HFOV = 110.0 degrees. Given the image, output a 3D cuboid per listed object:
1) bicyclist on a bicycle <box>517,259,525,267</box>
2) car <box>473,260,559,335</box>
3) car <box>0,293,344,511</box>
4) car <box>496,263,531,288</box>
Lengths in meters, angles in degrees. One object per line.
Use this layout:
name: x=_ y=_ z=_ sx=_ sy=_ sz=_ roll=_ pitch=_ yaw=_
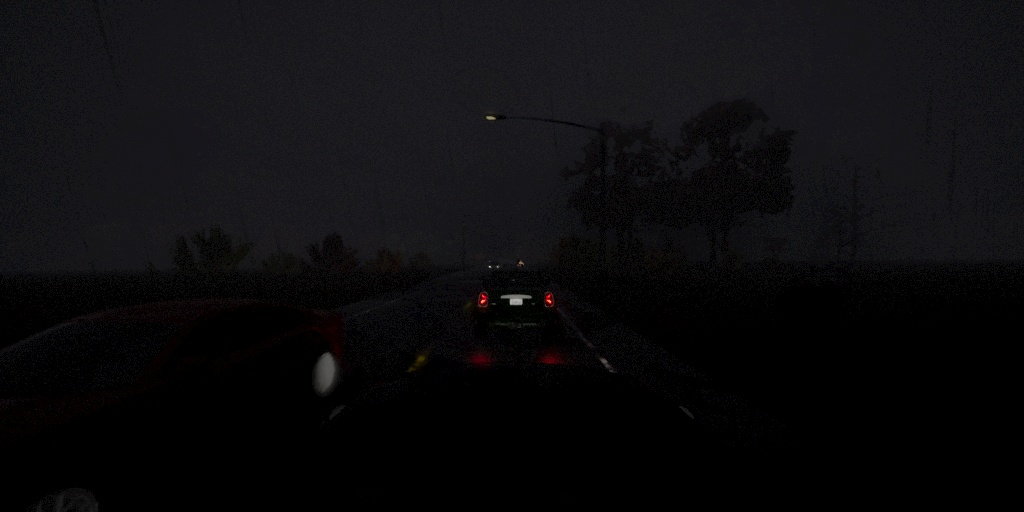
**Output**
bicyclist on a bicycle: x=0.909 y=1.202 z=36.880 sx=0.866 sy=1.612 sz=1.509 roll=0 pitch=0 yaw=0
car: x=0.099 y=1.106 z=10.628 sx=2.097 sy=1.767 sz=4.553 roll=0 pitch=0 yaw=0
car: x=-3.600 y=1.228 z=3.669 sx=1.882 sy=1.535 sz=5.008 roll=0 pitch=0 yaw=0
car: x=0.090 y=1.251 z=24.705 sx=2.128 sy=1.511 sz=4.902 roll=0 pitch=0 yaw=0
